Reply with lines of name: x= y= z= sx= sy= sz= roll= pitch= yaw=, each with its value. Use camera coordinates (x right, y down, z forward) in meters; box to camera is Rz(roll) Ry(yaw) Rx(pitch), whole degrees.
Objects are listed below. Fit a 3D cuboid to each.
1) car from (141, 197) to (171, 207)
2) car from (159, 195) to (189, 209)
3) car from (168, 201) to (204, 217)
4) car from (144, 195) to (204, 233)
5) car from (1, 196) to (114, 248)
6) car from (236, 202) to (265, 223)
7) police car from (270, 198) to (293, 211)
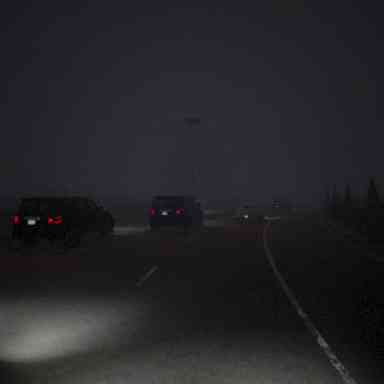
car: x=-5.721 y=1.571 z=54.210 sx=2.033 sy=1.411 sz=5.357 roll=0 pitch=0 yaw=31
car: x=-2.427 y=1.333 z=45.769 sx=2.097 sy=1.767 sz=4.553 roll=0 pitch=0 yaw=28
car: x=-0.506 y=1.593 z=32.609 sx=1.895 sy=1.301 sz=4.718 roll=0 pitch=0 yaw=21
car: x=-0.804 y=1.215 z=20.015 sx=2.150 sy=2.045 sz=5.566 roll=0 pitch=0 yaw=13
car: x=-5.435 y=1.201 z=14.849 sx=2.150 sy=2.045 sz=5.566 roll=0 pitch=0 yaw=10
car: x=4.609 y=1.536 z=26.068 sx=1.812 sy=1.442 sz=4.674 roll=0 pitch=0 yaw=18
police car: x=11.057 y=1.528 z=40.771 sx=2.038 sy=1.542 sz=4.974 roll=0 pitch=0 yaw=28
